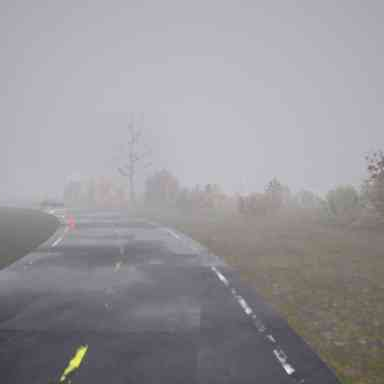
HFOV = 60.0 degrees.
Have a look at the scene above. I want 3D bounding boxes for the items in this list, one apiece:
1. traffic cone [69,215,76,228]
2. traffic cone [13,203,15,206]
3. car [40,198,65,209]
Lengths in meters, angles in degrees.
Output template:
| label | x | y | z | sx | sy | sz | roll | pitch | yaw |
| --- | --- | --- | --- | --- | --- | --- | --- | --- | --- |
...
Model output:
| label | x | y | z | sx | sy | sz | roll | pitch | yaw |
| --- | --- | --- | --- | --- | --- | --- | --- | --- | --- |
| traffic cone | -7.356 | 1.896 | 20.488 | 0.340 | 0.580 | 0.340 | 0 | 0 | -19 |
| traffic cone | -25.844 | 1.757 | 48.255 | 0.340 | 0.580 | 0.340 | 0 | 0 | 42 |
| car | -18.089 | 1.455 | 43.173 | 1.895 | 1.301 | 4.718 | 0 | 0 | -41 |
